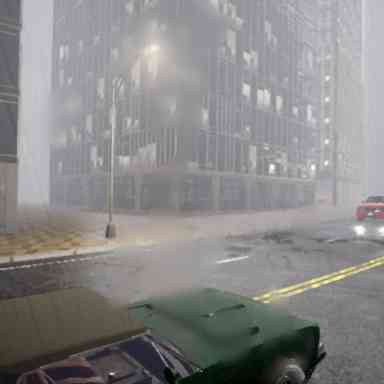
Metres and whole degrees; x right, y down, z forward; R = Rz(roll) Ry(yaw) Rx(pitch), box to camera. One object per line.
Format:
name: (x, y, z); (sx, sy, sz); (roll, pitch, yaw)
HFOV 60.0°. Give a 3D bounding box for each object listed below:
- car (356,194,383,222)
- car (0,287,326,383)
car: (14.485, 1.199, 25.347); (5.566, 2.045, 2.150); (0, 0, -45)
car: (-0.856, 1.601, 2.905); (4.718, 1.301, 1.895); (0, 0, -38)
